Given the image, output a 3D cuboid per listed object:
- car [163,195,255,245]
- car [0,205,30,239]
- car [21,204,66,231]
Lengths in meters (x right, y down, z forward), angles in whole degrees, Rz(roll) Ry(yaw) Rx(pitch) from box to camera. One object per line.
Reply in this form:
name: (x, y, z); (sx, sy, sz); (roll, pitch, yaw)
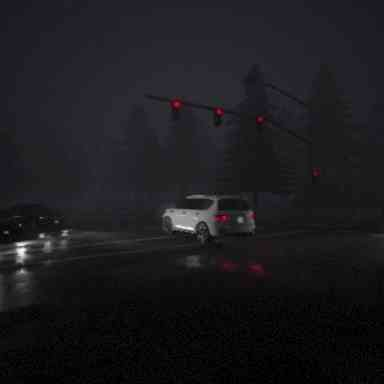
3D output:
car: (0.593, 1.168, 15.767); (2.150, 2.045, 5.566); (0, 0, -30)
car: (-10.091, 1.543, 16.463); (4.674, 1.442, 1.812); (0, 0, 41)
car: (-9.947, 1.501, 20.911); (4.902, 1.511, 2.128); (0, 0, 35)
